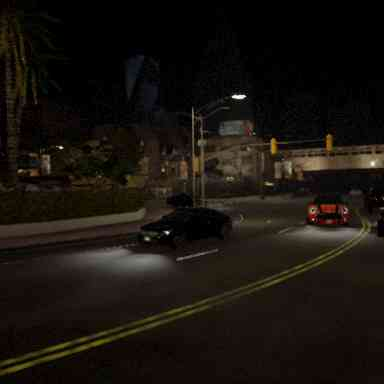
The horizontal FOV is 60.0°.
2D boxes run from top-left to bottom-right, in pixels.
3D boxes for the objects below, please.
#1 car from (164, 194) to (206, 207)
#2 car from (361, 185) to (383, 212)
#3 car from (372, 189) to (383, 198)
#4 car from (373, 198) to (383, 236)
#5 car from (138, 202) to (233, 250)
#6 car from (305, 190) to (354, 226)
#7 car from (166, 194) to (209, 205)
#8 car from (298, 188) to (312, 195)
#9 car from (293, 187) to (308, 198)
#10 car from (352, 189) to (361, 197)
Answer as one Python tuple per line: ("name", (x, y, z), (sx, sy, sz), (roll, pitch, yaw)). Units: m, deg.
("car", (-0.899, 1.029, 41.576), (4.892, 1.490, 1.837), (-1, 1, 25))
("car", (15.781, 0.564, 27.790), (2.150, 2.045, 5.566), (-1, 1, 24))
("car", (31.481, 0.246, 55.587), (1.994, 1.385, 4.181), (-1, 1, 23))
("car", (9.611, 1.186, 15.090), (1.994, 1.385, 4.181), (-1, 1, 33))
("car", (-0.093, 1.366, 13.765), (1.812, 1.442, 4.674), (0, 1, 41))
("car", (8.041, 0.953, 19.597), (2.097, 1.767, 4.553), (-1, 1, 22))
("car", (-0.296, 1.089, 37.233), (4.674, 1.442, 1.812), (-1, 1, 30))
("car", (27.727, -0.069, 81.490), (2.231, 1.521, 4.892), (-1, 1, 33))
("car", (21.084, 0.258, 65.627), (2.097, 1.535, 5.008), (-1, 1, 23))
("car", (29.240, 0.210, 59.258), (1.812, 1.442, 4.674), (-1, 1, 23))
